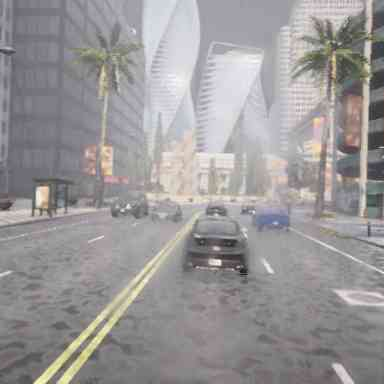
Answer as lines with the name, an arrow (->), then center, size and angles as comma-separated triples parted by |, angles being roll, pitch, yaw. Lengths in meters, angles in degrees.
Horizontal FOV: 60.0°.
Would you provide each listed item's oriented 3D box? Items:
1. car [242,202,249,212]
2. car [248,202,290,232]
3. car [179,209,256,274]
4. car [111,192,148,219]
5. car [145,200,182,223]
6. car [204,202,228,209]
car -> 6.905, 1.896, 39.513 | 1.895, 1.301, 4.718 | 2, 0, 10
car -> 5.094, 1.686, 21.974 | 1.882, 1.535, 5.008 | 2, 0, 4
car -> 0.773, 1.546, 10.836 | 1.837, 1.490, 4.892 | 2, 0, 4
car -> -5.127, 1.080, 28.357 | 2.150, 2.045, 5.566 | 2, 0, 5
car -> -1.844, 1.461, 25.429 | 2.128, 1.511, 4.902 | 2, 0, 4
car -> 2.151, 1.620, 29.606 | 1.837, 1.490, 4.892 | 2, 0, 4
